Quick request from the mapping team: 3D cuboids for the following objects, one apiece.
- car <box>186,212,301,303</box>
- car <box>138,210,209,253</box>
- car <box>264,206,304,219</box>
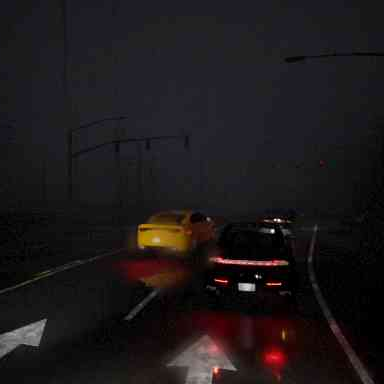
[{"bbox_3d":[1.538,1.492,8.323,2.128,1.511,4.902,0,0,13],"label":"car"},{"bbox_3d":[-0.404,1.477,13.616,1.882,1.535,5.008,0,0,19],"label":"car"},{"bbox_3d":[4.598,1.505,17.207,1.837,1.490,4.892,0,0,21],"label":"car"}]
